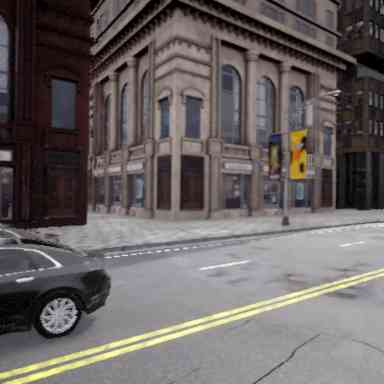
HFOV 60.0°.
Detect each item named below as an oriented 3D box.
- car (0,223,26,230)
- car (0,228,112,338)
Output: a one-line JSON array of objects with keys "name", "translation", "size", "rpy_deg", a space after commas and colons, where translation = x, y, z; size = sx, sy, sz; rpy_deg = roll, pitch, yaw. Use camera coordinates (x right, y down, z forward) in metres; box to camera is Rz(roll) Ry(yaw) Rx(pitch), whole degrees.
[{"name": "car", "translation": [-5.582, 1.506, 7.688], "size": [4.892, 1.490, 1.837], "rpy_deg": [0, 0, -35]}, {"name": "car", "translation": [-3.695, 1.505, 5.041], "size": [4.892, 1.490, 1.837], "rpy_deg": [0, 0, -35]}]
